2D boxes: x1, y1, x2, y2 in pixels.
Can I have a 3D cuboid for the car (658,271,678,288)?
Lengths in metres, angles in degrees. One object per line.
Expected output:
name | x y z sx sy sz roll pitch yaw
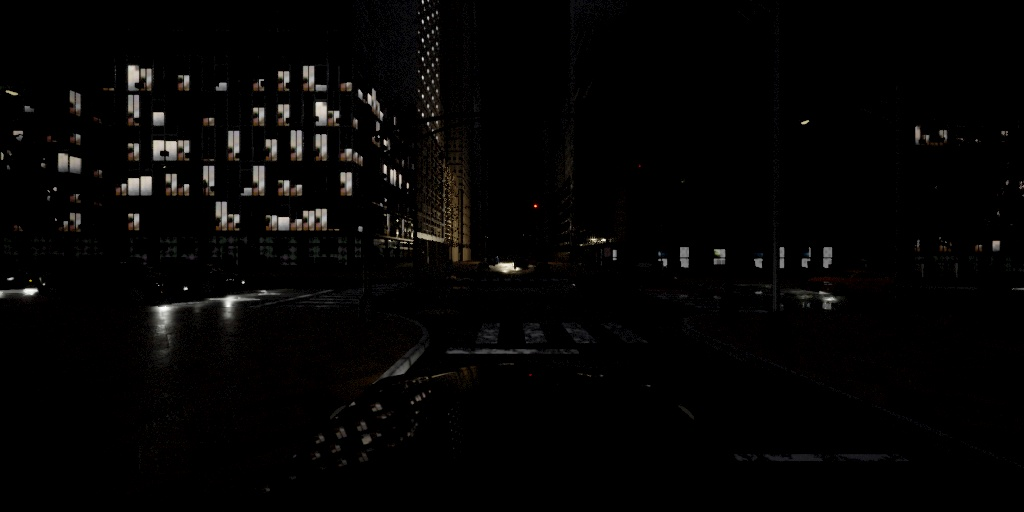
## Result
car | 8.746 1.466 25.198 5.357 1.411 2.033 2 0 -3

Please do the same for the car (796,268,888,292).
car | 23.757 1.679 25.897 5.008 1.535 1.882 1 0 -3

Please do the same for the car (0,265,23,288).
car | -25.690 0.867 16.890 4.181 1.385 1.994 1 0 -3

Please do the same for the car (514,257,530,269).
car | 1.355 1.110 56.750 2.097 1.767 4.553 0 0 0

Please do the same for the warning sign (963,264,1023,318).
warning sign | 17.272 1.204 12.881 1.060 1.860 1.300 0 0 -3

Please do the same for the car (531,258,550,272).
car | 3.915 1.329 46.680 1.948 1.339 4.313 0 0 0

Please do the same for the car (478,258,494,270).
car | -4.039 1.342 52.171 1.802 1.307 4.207 0 0 0

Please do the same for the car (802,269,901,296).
car | 21.366 1.637 22.532 5.008 1.535 1.882 1 0 -3

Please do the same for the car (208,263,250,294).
car | -15.510 0.994 17.358 4.892 1.490 1.837 1 0 -3

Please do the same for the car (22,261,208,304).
car | -15.362 0.998 14.112 4.892 1.490 1.837 1 0 -3

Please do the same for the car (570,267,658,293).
car | 5.964 1.460 21.804 4.718 1.301 1.895 1 0 -3
